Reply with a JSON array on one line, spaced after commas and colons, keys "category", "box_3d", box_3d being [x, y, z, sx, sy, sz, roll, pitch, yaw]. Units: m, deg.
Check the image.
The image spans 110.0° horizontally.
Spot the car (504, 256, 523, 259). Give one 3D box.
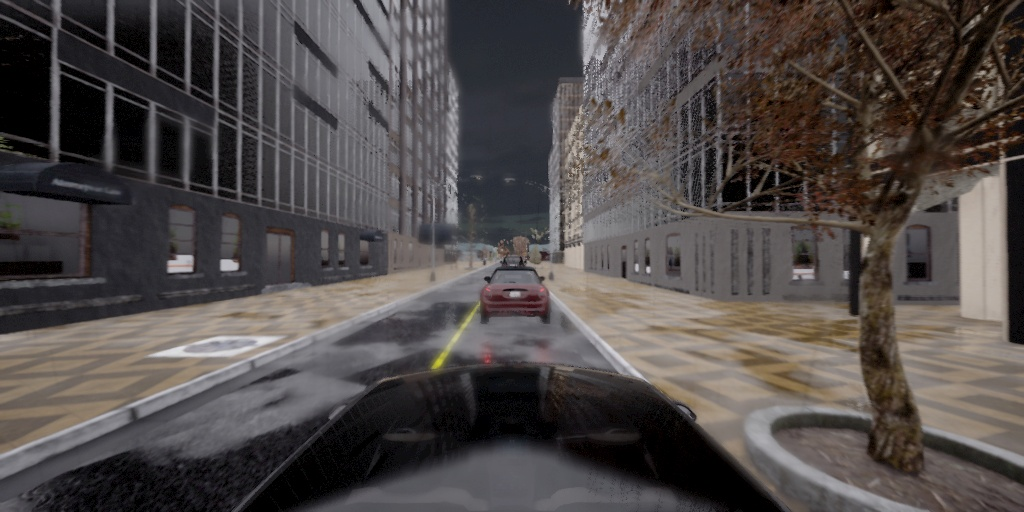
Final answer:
[{"category": "car", "box_3d": [0.104, 0.998, 31.868, 2.150, 2.045, 5.566, 0, 0, 0]}]

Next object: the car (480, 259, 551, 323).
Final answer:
[{"category": "car", "box_3d": [0.101, 1.110, 12.301, 2.097, 1.767, 4.553, 0, 0, 0]}]
